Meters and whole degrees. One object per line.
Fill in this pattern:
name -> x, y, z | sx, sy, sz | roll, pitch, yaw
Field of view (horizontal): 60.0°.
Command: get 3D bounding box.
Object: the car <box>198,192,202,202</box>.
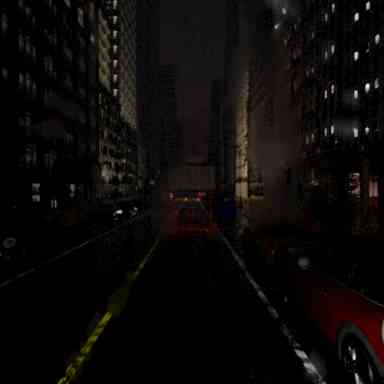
car -> 2.650, 1.215, 67.596 | 2.008, 1.369, 4.403 | -1, 0, 0

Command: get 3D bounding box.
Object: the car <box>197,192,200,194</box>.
car -> 2.636, 0.865, 90.330 | 2.192, 1.841, 5.009 | -1, 0, 0

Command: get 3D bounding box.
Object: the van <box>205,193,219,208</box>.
van -> 2.659, 1.119, 44.861 | 1.690, 1.788, 3.998 | -1, 0, 0

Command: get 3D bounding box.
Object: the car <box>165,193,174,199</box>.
car -> -5.740, 1.018, 84.642 | 1.967, 1.590, 4.097 | -1, 0, 0

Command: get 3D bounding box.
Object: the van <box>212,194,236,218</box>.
van -> 2.667, 1.203, 27.810 | 1.690, 1.788, 3.998 | -1, 0, 0

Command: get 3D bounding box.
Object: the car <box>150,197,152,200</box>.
car -> -5.718, 1.356, 39.174 | 2.008, 1.369, 4.403 | -1, 0, 0

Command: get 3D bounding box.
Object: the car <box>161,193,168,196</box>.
car -> -5.726, 1.271, 56.225 | 2.008, 1.369, 4.403 | -1, 0, 0

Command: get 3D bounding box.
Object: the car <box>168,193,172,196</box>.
car -> -5.731, 1.214, 67.592 | 2.008, 1.369, 4.403 | -1, 0, 0

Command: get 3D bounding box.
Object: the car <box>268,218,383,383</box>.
car -> 2.679, 1.415, 5.077 | 1.967, 1.590, 4.097 | -1, 0, 0

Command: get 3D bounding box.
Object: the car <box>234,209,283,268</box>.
car -> 2.677, 1.471, 10.930 | 1.752, 1.417, 4.829 | -1, 0, 0

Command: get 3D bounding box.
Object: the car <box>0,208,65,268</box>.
car -> -5.704, 1.386, 10.756 | 1.967, 1.590, 4.097 | -1, 0, 0

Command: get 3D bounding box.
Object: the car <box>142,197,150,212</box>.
car -> -5.714, 1.378, 33.491 | 1.887, 1.381, 4.507 | -1, 0, 0

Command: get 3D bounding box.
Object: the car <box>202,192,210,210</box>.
car -> 2.661, 1.121, 39.177 | 2.192, 1.841, 5.009 | -1, 0, 0

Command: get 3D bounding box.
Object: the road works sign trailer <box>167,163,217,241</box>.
road works sign trailer -> 0.008, 0.384, 16.171 | 2.380, 3.560, 2.880 | 0, 0, 0

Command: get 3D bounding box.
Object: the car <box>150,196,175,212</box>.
car -> -3.116, 1.419, 36.584 | 1.895, 1.301, 4.718 | 0, 0, 0

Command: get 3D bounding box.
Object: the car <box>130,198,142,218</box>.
car -> -5.711, 1.427, 27.807 | 1.947, 1.339, 4.313 | -1, 0, 0

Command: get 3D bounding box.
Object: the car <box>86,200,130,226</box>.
car -> -5.709, 1.440, 22.124 | 2.008, 1.369, 4.403 | -1, 0, 0
